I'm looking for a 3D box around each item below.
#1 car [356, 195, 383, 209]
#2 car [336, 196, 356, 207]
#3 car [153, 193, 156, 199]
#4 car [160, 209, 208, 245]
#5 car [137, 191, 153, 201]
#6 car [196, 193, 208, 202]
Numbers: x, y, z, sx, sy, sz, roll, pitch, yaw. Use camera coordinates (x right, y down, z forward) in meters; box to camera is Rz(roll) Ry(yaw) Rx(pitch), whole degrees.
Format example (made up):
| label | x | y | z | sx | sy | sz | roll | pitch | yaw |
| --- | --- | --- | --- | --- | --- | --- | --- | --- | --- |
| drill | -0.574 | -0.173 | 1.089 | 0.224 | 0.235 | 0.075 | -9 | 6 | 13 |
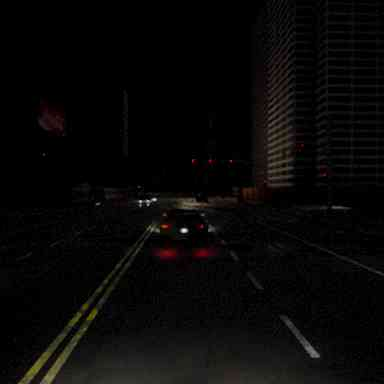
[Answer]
| label | x | y | z | sx | sy | sz | roll | pitch | yaw |
| --- | --- | --- | --- | --- | --- | --- | --- | --- | --- |
| car | 22.354 | 1.131 | 38.813 | 4.902 | 1.511 | 2.128 | 0 | 0 | -2 |
| car | 21.279 | 1.158 | 42.273 | 5.357 | 1.411 | 2.033 | 0 | 0 | -2 |
| car | -9.773 | 0.910 | 80.672 | 1.895 | 1.301 | 4.718 | 0 | 0 | -2 |
| car | -0.362 | 1.436 | 14.752 | 1.994 | 1.385 | 4.181 | 0 | 0 | -2 |
| car | -9.253 | 0.973 | 65.244 | 1.812 | 1.442 | 4.674 | 0 | 1 | -2 |
| car | 1.640 | 0.992 | 57.675 | 2.128 | 1.511 | 4.902 | 0 | 0 | -2 |
